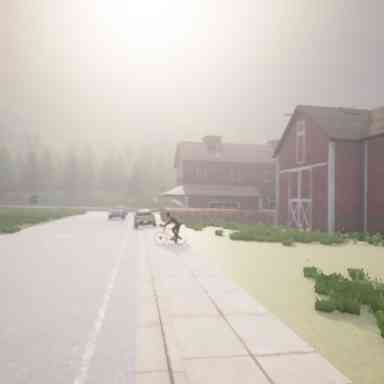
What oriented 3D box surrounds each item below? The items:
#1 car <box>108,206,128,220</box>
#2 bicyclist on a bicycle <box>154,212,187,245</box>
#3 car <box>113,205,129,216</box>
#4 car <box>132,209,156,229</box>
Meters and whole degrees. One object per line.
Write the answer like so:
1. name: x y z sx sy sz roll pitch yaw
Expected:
1. car: -8.941 2.508 39.677 2.033 1.411 5.357 2 -2 -9
2. bicyclist on a bicycle: -1.040 1.811 16.386 1.656 1.620 0.582 1 -2 -9
3. car: -10.704 2.754 50.182 2.033 1.411 5.357 2 -2 -9
4. car: -4.148 2.223 28.484 1.816 1.474 4.193 -4 0 -12
